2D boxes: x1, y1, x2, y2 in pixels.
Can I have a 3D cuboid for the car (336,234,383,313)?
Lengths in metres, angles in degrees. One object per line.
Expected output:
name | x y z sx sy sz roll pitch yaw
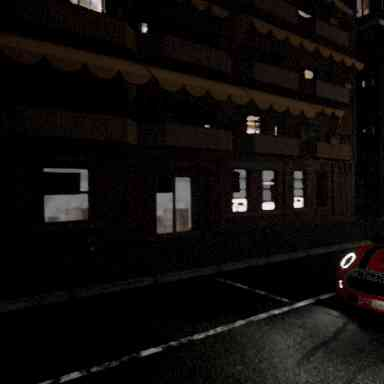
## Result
car | 5.051 1.341 6.973 4.553 1.767 2.097 0 0 -35
